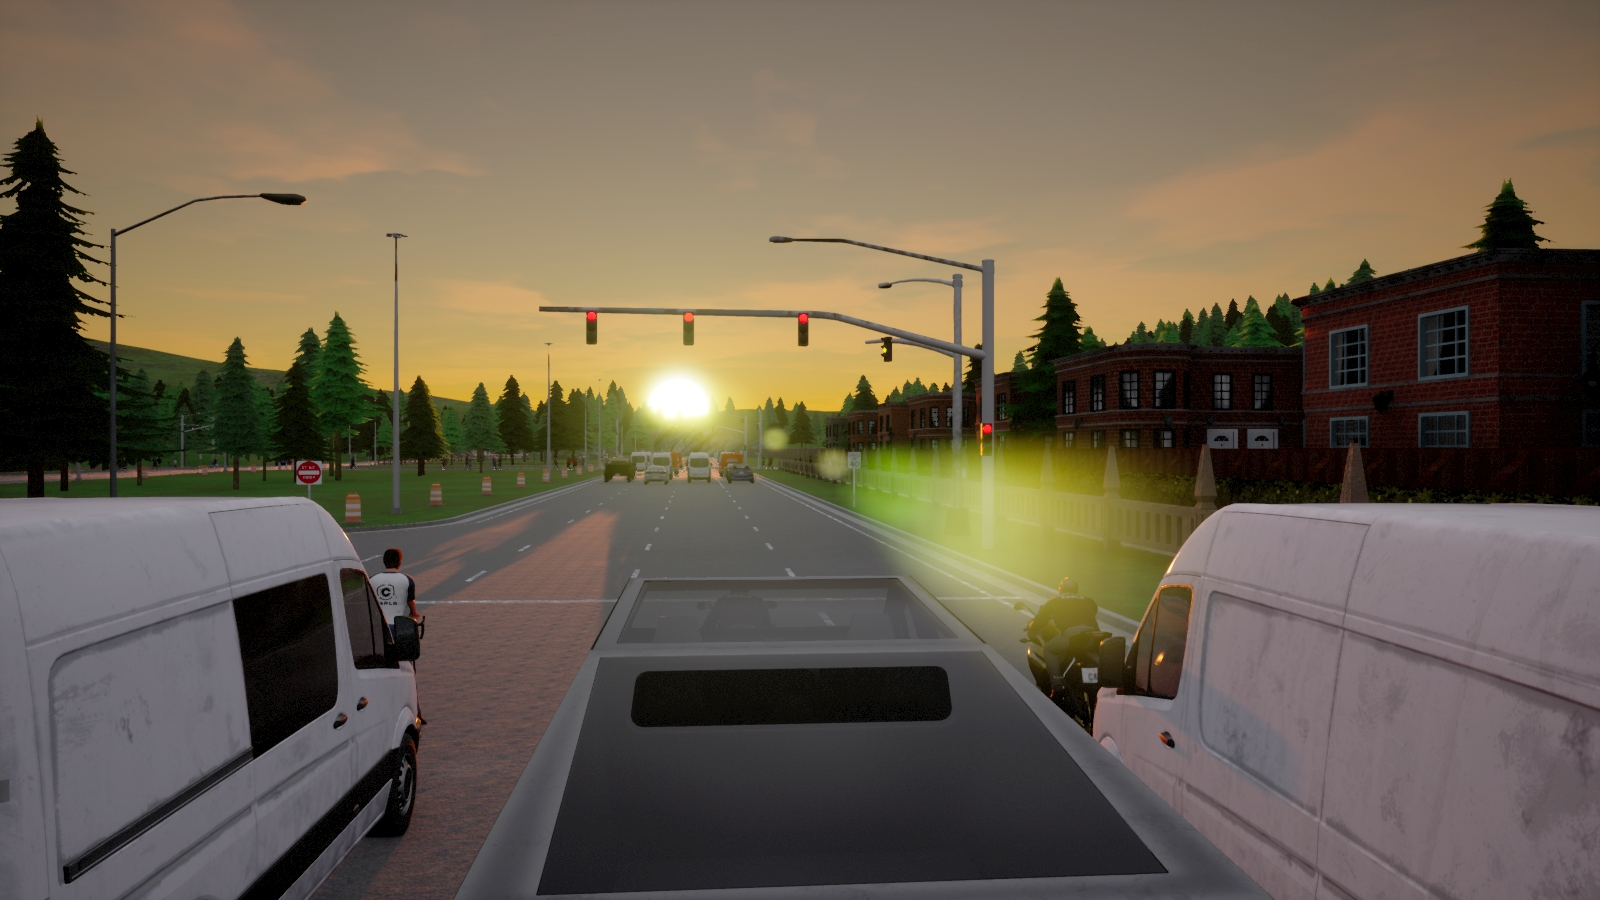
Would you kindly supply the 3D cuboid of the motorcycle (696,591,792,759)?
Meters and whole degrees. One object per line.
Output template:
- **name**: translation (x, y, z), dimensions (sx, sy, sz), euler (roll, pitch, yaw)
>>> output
- **motorcycle**: translation (-0.613, 2.205, 11.622), dimensions (0.867, 1.251, 2.209), euler (0, 0, -6)

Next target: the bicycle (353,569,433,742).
- **bicycle**: translation (-4.173, 2.056, 11.794), dimensions (0.373, 1.496, 1.643), euler (0, 0, -5)

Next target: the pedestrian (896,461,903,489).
- **pedestrian**: translation (6.661, 1.696, 76.547), dimensions (0.375, 1.860, 0.375), euler (0, 0, -5)

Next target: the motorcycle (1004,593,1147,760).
- **motorcycle**: translation (2.714, 2.205, 11.543), dimensions (0.867, 1.251, 2.209), euler (0, 0, -2)

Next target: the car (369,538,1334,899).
- **car**: translation (-0.117, 1.754, 5.929), dimensions (2.390, 2.098, 6.274), euler (0, 0, -5)

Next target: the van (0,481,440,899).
- **van**: translation (-3.677, 1.534, 6.378), dimensions (1.988, 2.561, 5.915), euler (0, 0, -5)

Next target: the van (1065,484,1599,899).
- **van**: translation (3.020, 1.534, 5.590), dimensions (1.988, 2.561, 5.915), euler (0, 0, -1)
